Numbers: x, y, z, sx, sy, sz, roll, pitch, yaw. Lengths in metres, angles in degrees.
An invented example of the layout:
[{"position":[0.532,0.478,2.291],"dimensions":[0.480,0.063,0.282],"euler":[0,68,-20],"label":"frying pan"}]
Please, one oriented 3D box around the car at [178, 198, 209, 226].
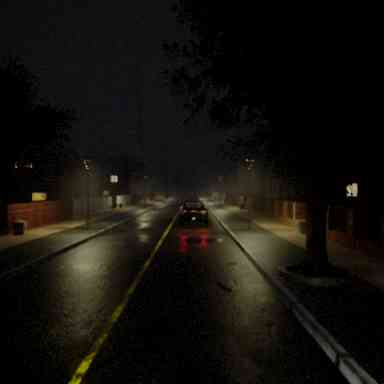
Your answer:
[{"position":[0.106,1.379,22.295],"dimensions":[2.128,1.511,4.902],"euler":[0,0,0],"label":"car"}]
